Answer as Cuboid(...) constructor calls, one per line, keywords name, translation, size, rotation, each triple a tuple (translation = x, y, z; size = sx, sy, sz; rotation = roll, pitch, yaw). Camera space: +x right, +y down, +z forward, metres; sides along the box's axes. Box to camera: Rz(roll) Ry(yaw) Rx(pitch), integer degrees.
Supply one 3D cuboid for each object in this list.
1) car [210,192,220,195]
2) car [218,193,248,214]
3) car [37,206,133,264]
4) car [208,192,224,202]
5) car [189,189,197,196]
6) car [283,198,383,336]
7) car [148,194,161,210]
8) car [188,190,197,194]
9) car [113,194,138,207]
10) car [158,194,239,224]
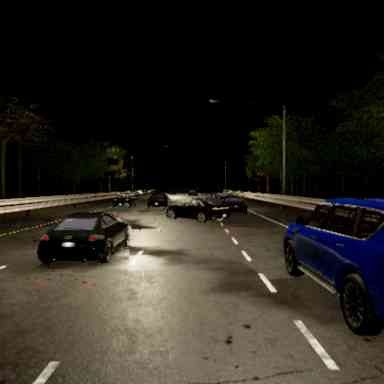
Cuboid(name="car", translation=(3.582, 0.838, 39.552), size=(2.128, 1.511, 4.902), rotation=(0, 1, 0))
Cuboid(name="car", translation=(3.550, 1.091, 28.554), size=(1.994, 1.385, 4.181), rotation=(0, 1, 0))
Cuboid(name="car", translation=(-3.392, 1.379, 11.125), size=(1.994, 1.385, 4.181), rotation=(0, 1, 0))
Cuboid(name="car", translation=(3.615, 0.711, 50.551), size=(2.033, 1.411, 5.357), rotation=(0, 1, 0))
Cuboid(name="car", translation=(0.223, 0.091, 86.577), size=(2.128, 1.511, 4.902), rotation=(0, 1, 0))
Cuboid(name="car", translation=(3.504, 1.110, 6.606), size=(2.150, 2.045, 5.566), rotation=(0, 1, 0))
Cuboid(name="car", translation=(-3.336, 0.918, 33.860), size=(1.882, 1.535, 5.008), rotation=(0, 1, 0))
Cuboid(name="car", translation=(0.193, 0.280, 76.881), size=(1.994, 1.385, 4.181), rotation=(0, 1, 0))
Cuboid(name="car", translation=(-6.836, 0.924, 34.340), size=(2.128, 1.511, 4.902), rotation=(0, 1, 0))
Cuboid(name="car", translation=(0.302, 1.138, 21.375), size=(2.128, 1.511, 4.902), rotation=(-1, 1, -42))
